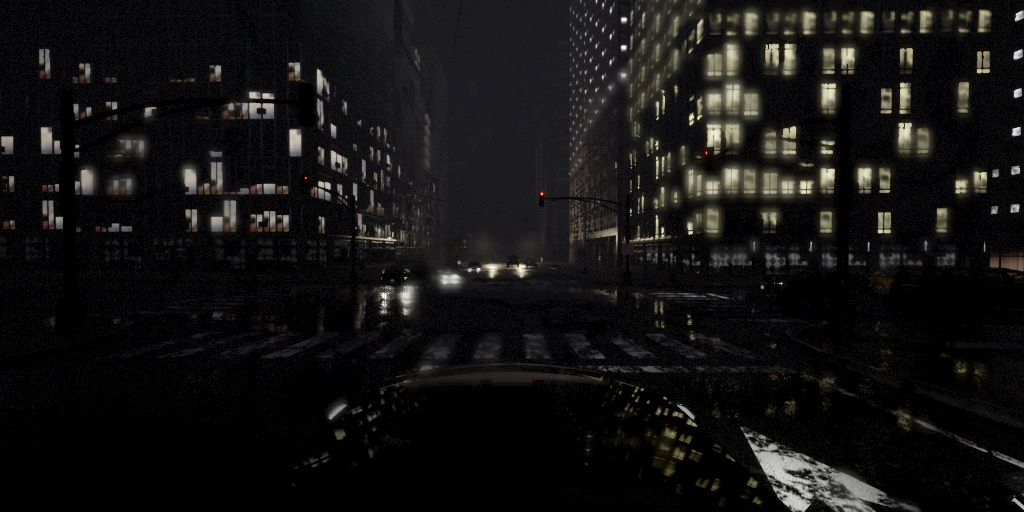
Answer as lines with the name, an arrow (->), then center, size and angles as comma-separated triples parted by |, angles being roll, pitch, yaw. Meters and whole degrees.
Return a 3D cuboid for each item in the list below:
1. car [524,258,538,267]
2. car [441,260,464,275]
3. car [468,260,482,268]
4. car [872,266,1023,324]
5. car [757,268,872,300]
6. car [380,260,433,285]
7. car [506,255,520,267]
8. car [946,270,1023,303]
car -> 3.428, 1.228, 63.276 | 1.812, 1.442, 4.674 | 0, 0, 0
car -> -6.492, 1.218, 39.414 | 2.128, 1.511, 4.902 | 0, 0, 0
car -> -6.383, 1.305, 61.761 | 1.895, 1.301, 4.718 | 0, 0, 1
car -> 16.221, 1.281, 12.455 | 5.009, 1.841, 2.192 | 0, 0, 1
car -> 15.289, 1.357, 18.286 | 4.902, 1.511, 2.128 | 1, 1, 2
car -> -7.264, 1.047, 25.065 | 2.097, 1.767, 4.553 | 0, -1, 9
car -> 0.176, 0.924, 62.898 | 2.150, 2.045, 5.566 | 0, 0, 0
car -> 25.793, 1.506, 18.043 | 5.357, 1.411, 2.033 | 1, 1, 1
